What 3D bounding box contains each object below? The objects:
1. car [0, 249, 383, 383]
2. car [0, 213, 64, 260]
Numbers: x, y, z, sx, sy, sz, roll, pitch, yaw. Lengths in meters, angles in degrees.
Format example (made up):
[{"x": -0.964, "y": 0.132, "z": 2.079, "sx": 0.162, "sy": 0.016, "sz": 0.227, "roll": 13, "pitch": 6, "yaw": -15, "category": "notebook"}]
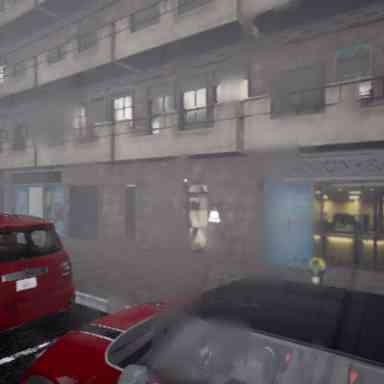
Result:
[{"x": 0.439, "y": 1.439, "z": 2.559, "sx": 4.097, "sy": 1.590, "sz": 1.967, "roll": 0, "pitch": 0, "yaw": 35, "category": "car"}, {"x": -4.146, "y": 1.304, "z": 5.826, "sx": 5.009, "sy": 1.841, "sz": 2.192, "roll": 0, "pitch": 0, "yaw": 35, "category": "car"}]
